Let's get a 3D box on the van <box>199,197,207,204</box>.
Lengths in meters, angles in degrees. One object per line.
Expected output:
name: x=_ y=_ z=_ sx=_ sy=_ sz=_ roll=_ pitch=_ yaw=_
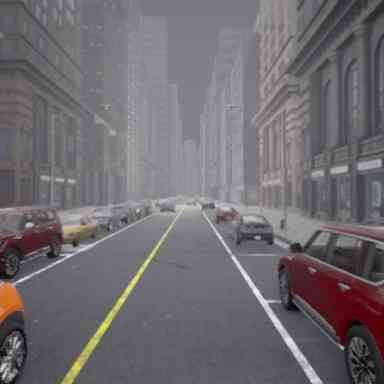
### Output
van: x=2.733 y=2.154 z=83.366 sx=1.690 sy=1.788 sz=3.998 roll=0 pitch=-1 yaw=0

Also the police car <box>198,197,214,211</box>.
police car: x=2.347 y=1.902 z=49.146 sx=1.930 sy=1.638 sz=5.238 roll=0 pitch=-1 yaw=0

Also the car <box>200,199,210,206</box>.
car: x=2.737 y=2.248 z=72.161 sx=1.887 sy=1.381 sz=4.507 roll=0 pitch=-1 yaw=0

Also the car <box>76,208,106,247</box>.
car: x=-5.766 y=1.680 z=15.964 sx=1.752 sy=1.417 sz=4.829 roll=0 pitch=-1 yaw=0

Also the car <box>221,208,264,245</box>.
car: x=2.759 y=1.708 z=16.141 sx=2.008 sy=1.369 sz=4.403 roll=0 pitch=-1 yaw=0

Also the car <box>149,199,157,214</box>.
car: x=-5.774 y=1.688 z=38.541 sx=2.192 sy=1.841 sz=5.009 roll=0 pitch=-1 yaw=0

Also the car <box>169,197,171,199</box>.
car: x=-5.786 y=2.171 z=66.377 sx=1.752 sy=1.417 sz=4.829 roll=0 pitch=-1 yaw=0

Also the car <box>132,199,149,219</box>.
car: x=-5.773 y=1.759 z=32.939 sx=1.967 sy=1.590 sz=4.097 roll=0 pitch=-1 yaw=0

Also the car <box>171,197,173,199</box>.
car: x=-5.788 y=2.143 z=72.149 sx=1.967 sy=1.590 sz=4.097 roll=0 pitch=-1 yaw=0

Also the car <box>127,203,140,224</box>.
car: x=-5.771 y=1.831 z=27.336 sx=1.947 sy=1.339 sz=4.313 roll=0 pitch=-1 yaw=0

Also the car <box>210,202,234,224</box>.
car: x=2.754 y=1.810 z=27.345 sx=1.887 sy=1.381 sz=4.507 roll=0 pitch=-1 yaw=0

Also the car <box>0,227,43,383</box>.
car: x=-3.103 y=1.375 z=2.237 sx=2.097 sy=1.767 sz=4.553 roll=0 pitch=-1 yaw=0

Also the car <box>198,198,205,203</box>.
car: x=2.728 y=2.468 z=94.568 sx=1.887 sy=1.381 sz=4.507 roll=0 pitch=-1 yaw=0

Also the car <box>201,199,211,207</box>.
car: x=2.739 y=2.175 z=66.728 sx=1.752 sy=1.417 sz=4.829 roll=0 pitch=-1 yaw=0

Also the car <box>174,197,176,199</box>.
car: x=-5.793 y=2.357 z=83.352 sx=1.887 sy=1.381 sz=4.507 roll=0 pitch=-1 yaw=0

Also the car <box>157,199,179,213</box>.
car: x=-3.112 y=1.970 z=43.677 sx=2.033 sy=1.411 sz=5.357 roll=0 pitch=-1 yaw=0

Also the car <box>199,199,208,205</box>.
car: x=2.734 y=2.303 z=77.762 sx=1.887 sy=1.381 sz=4.507 roll=0 pitch=-1 yaw=0

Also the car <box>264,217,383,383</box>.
car: x=2.764 y=1.364 z=4.939 sx=2.192 sy=1.841 sz=5.009 roll=0 pitch=-1 yaw=0

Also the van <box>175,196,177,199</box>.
van: x=-5.797 y=2.264 z=94.557 sx=1.690 sy=1.788 sz=3.998 roll=0 pitch=-1 yaw=0

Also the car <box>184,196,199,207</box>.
car: x=-0.027 y=2.143 z=67.394 sx=2.128 sy=1.511 sz=4.902 roll=0 pitch=-1 yaw=0

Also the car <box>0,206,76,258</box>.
car: x=-5.763 y=1.418 z=10.534 sx=2.192 sy=1.841 sz=5.009 roll=0 pitch=-1 yaw=0

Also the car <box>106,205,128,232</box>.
car: x=-5.769 y=1.762 z=21.735 sx=2.008 sy=1.369 sz=4.403 roll=0 pitch=-1 yaw=0
